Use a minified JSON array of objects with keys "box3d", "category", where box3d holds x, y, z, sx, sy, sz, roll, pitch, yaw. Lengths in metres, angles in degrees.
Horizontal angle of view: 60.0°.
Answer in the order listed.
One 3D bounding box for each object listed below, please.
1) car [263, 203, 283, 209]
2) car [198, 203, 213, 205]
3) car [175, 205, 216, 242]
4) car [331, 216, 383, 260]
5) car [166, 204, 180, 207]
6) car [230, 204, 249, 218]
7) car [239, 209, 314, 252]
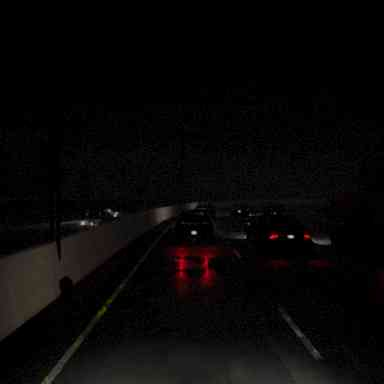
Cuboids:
[{"box3d":[8.534,1.893,34.959,1.837,1.490,4.892,0,-1,9],"category":"car"},{"box3d":[1.450,1.879,34.872,2.128,1.511,4.902,0,-1,9],"category":"car"},{"box3d":[0.122,1.690,17.743,2.128,1.511,4.902,0,-1,1],"category":"car"},{"box3d":[7.091,1.670,12.895,1.812,1.442,4.674,0,-1,0],"category":"car"},{"box3d":[-2.940,2.027,48.065,2.128,1.511,4.902,0,-1,16],"category":"car"},{"box3d":[5.100,1.958,35.481,1.994,1.385,4.181,0,-1,9],"category":"car"},{"box3d":[3.605,1.711,14.623,2.033,1.411,5.357,0,-1,0],"category":"car"}]
